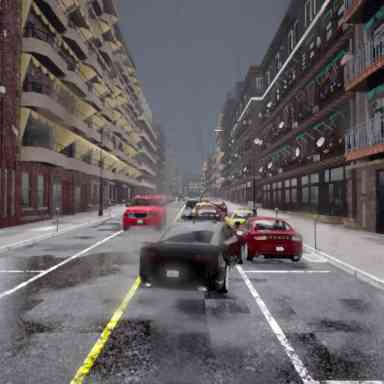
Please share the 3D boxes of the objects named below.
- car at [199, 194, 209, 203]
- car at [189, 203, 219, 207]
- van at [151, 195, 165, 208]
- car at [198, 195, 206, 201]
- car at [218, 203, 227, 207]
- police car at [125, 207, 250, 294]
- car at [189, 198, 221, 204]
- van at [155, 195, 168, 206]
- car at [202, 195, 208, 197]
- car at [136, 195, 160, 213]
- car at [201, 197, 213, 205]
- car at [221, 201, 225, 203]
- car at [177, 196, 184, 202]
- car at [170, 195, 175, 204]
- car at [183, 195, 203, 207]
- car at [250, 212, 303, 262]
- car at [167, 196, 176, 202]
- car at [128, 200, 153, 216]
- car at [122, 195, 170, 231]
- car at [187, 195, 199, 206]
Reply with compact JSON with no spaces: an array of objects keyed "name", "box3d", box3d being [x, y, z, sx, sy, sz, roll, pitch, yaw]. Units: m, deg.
[{"name":"car","box3d":[2.742,1.504,78.444,2.192,1.841,5.009,1,0,0]},{"name":"car","box3d":[0.870,1.543,18.747,1.812,1.442,4.674,0,0,0]},{"name":"van","box3d":[-5.169,1.428,50.869,1.690,1.788,3.998,2,0,0]},{"name":"car","box3d":[2.765,1.682,89.507,1.967,1.590,4.097,1,0,0]},{"name":"car","box3d":[2.628,1.541,17.776,1.752,1.417,4.829,1,0,0]},{"name":"police car","box3d":[0.298,1.431,9.129,1.930,1.638,5.238,0,0,15]},{"name":"car","box3d":[0.885,1.482,24.941,1.801,1.575,5.366,0,0,0]},{"name":"van","box3d":[-5.157,1.446,56.401,1.690,1.788,3.998,1,0,0]},{"name":"car","box3d":[2.719,1.649,56.320,1.887,1.381,4.507,1,0,0]},{"name":"car","box3d":[-5.195,1.373,39.811,2.192,1.841,5.009,2,0,0]},{"name":"car","box3d":[2.732,1.669,61.850,1.887,1.381,4.507,1,0,0]},{"name":"car","box3d":[2.666,1.591,34.197,1.887,1.381,4.507,1,0,0]},{"name":"car","box3d":[-2.559,1.721,79.810,1.812,1.442,4.674,0,0,0]},{"name":"car","box3d":[-5.130,1.460,67.462,2.192,1.841,5.009,1,0,0]},{"name":"car","box3d":[0.120,1.550,45.600,1.882,1.535,5.008,0,0,0]},{"name":"car","box3d":[2.613,1.554,12.074,1.887,1.381,4.507,1,0,0]},{"name":"car","box3d":[-5.097,1.781,84.053,1.947,1.339,4.313,1,0,0]},{"name":"car","box3d":[-5.214,1.571,34.109,1.752,1.417,4.829,2,0,0]},{"name":"car","box3d":[-2.799,1.241,20.794,2.150,2.045,5.566,0,0,0]},{"name":"car","box3d":[0.142,1.467,59.439,2.097,1.767,4.553,0,0,0]}]
